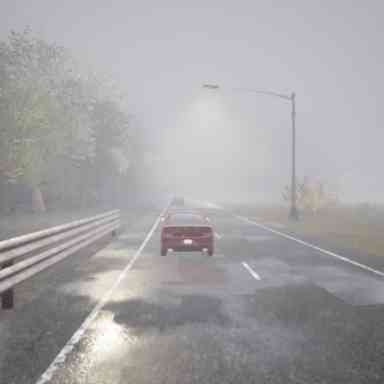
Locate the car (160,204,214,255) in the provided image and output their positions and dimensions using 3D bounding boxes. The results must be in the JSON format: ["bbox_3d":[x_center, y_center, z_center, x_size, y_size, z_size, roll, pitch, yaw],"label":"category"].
[{"bbox_3d":[-0.256,1.482,13.391,1.882,1.535,5.008,0,0,-3],"label":"car"}]

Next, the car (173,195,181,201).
[{"bbox_3d":[-4.006,1.493,89.681,2.128,1.511,4.902,0,0,-3],"label":"car"}]

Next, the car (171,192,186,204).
[{"bbox_3d":[-2.287,1.347,54.698,2.097,1.767,4.553,0,0,-3],"label":"car"}]
